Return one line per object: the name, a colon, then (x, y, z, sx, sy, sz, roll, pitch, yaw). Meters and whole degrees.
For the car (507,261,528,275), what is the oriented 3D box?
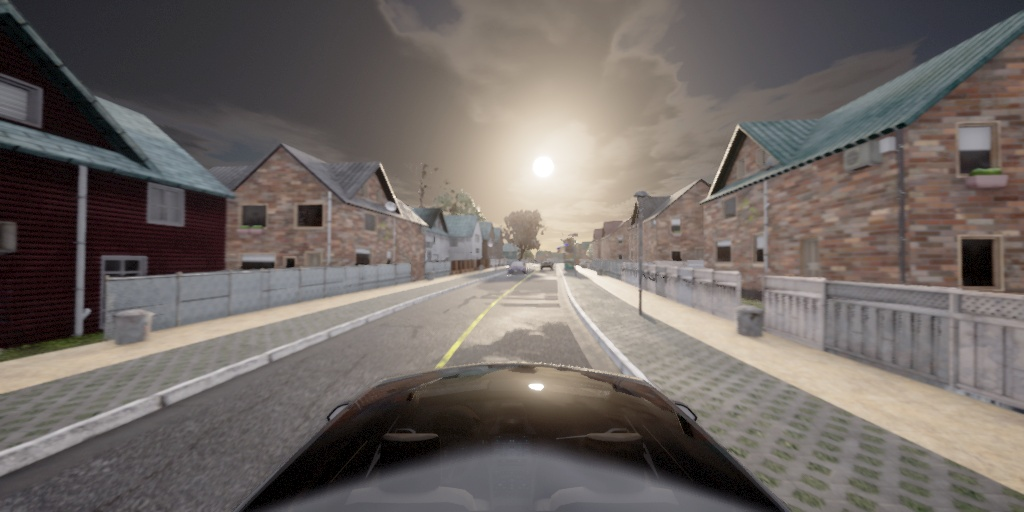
car: (0.653, 1.300, 39.537, 1.812, 1.442, 4.674, 0, 0, 7)

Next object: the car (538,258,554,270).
car: (5.311, 1.340, 54.843, 1.837, 1.490, 4.892, 0, 0, 7)

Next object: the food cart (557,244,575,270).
food cart: (7.474, 0.276, 47.263, 2.280, 3.560, 4.660, 0, 0, 7)
